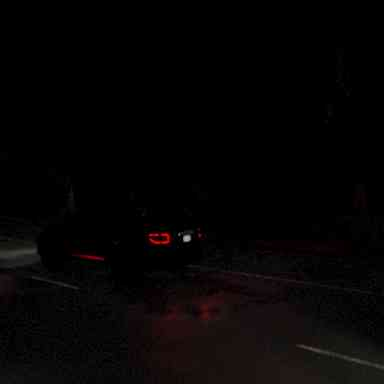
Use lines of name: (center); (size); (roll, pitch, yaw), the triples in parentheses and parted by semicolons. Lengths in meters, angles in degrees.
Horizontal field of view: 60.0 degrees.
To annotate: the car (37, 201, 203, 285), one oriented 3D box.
car: (-2.305, 1.294, 9.937); (5.566, 2.045, 2.150); (-1, 0, 36)
